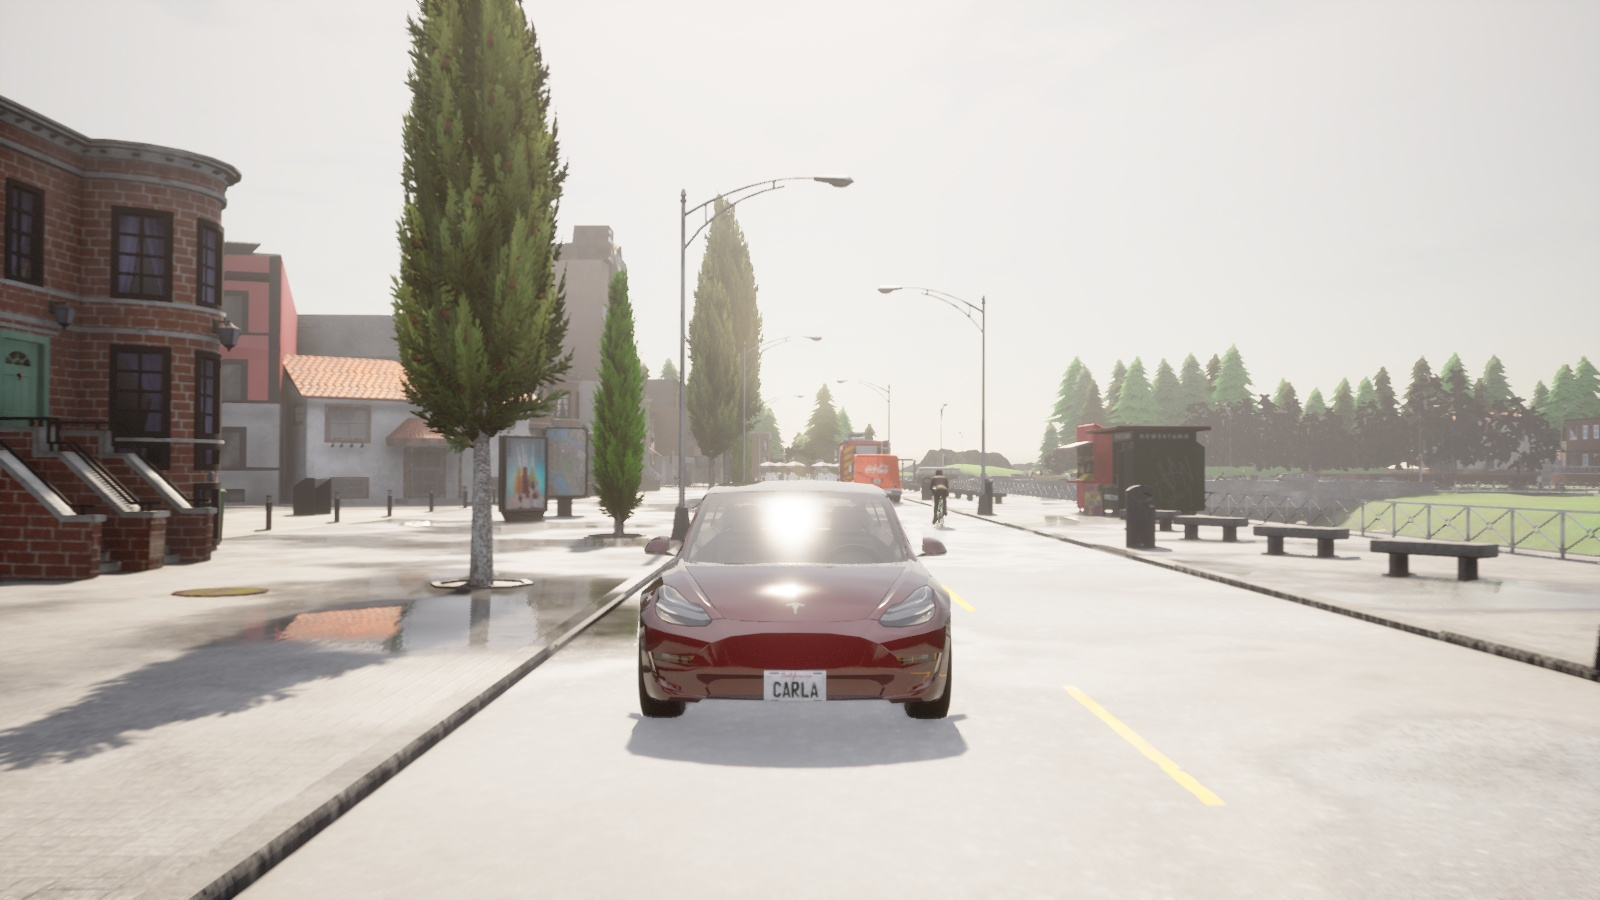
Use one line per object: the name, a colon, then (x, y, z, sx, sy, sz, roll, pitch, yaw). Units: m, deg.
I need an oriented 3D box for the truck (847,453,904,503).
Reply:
truck: (3.829, 1.411, 64.854, 2.627, 2.467, 5.204, 0, 0, 0)

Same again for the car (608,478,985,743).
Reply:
car: (-0.025, 0.976, 9.619, 2.163, 1.488, 4.792, 0, -1, 0)

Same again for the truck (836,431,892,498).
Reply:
truck: (3.797, 0.911, 76.239, 2.891, 3.827, 8.468, 0, -1, 0)
